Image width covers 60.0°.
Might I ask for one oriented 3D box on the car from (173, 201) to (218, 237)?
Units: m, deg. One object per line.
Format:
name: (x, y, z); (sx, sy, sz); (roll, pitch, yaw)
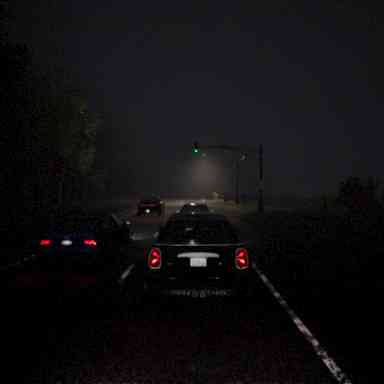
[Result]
car: (0.159, 1.301, 17.626); (2.033, 1.411, 5.357); (0, 1, 0)

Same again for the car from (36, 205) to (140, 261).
car: (-3.362, 1.387, 11.481); (2.033, 1.411, 5.357); (0, 1, 0)

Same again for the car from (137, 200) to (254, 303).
car: (0.123, 1.238, 8.073); (2.097, 1.767, 4.553); (0, 1, 0)

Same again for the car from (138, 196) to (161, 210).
car: (-3.307, 1.125, 27.385); (1.837, 1.490, 4.892); (0, 1, 0)
